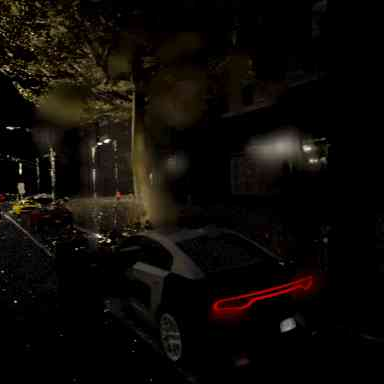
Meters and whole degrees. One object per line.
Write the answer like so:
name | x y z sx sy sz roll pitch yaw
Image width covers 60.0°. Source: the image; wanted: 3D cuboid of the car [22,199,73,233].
car | -7.771 1.299 18.139 1.887 1.381 4.507 -3 2 -33

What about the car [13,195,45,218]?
car | -13.591 1.234 27.177 1.752 1.417 4.829 -3 2 -33

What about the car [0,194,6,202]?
car | -34.129 1.106 59.057 1.887 1.381 4.507 -3 2 -33

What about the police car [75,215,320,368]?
police car | -0.341 1.260 5.879 1.930 1.638 5.238 -3 2 -33

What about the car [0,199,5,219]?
car | -15.842 1.425 25.680 1.895 1.301 4.718 -3 2 -32

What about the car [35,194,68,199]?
car | -16.621 0.912 37.886 2.128 1.511 4.902 0 4 44
